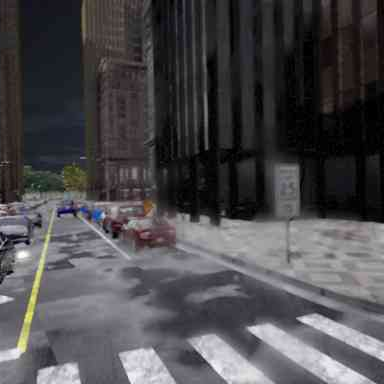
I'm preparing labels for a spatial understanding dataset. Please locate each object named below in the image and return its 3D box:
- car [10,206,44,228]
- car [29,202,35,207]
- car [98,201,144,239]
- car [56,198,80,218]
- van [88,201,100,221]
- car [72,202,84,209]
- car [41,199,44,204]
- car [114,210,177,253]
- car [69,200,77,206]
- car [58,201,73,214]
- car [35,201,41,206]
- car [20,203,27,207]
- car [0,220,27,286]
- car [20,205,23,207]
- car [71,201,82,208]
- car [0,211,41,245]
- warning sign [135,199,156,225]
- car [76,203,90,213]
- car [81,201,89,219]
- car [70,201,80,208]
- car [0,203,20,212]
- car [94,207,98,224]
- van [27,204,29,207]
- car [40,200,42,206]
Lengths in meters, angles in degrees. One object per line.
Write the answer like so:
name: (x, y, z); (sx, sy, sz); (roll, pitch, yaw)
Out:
car: (-13.251, 2.180, 27.132); (1.994, 1.385, 4.181); (-2, 0, -22)
car: (-26.529, 2.565, 52.836); (1.967, 1.590, 4.097); (-2, 0, -22)
car: (-3.994, 1.626, 19.803); (2.192, 1.841, 5.009); (-2, 0, -22)
car: (-15.107, 1.957, 40.216); (2.150, 2.045, 5.566); (-2, 0, -22)
van: (-7.792, 1.811, 29.241); (1.690, 1.788, 3.998); (-2, 0, -22)
car: (-22.978, 2.655, 66.813); (1.947, 1.339, 4.313); (-2, 0, -22)
car: (-38.607, 3.144, 82.752); (2.008, 1.369, 4.403); (-2, 0, -22)
car: (-2.085, 1.776, 15.084); (1.887, 1.381, 4.507); (-2, 0, -22)
car: (-30.836, 2.913, 86.266); (1.752, 1.417, 4.829); (-2, 0, -22)
car: (-19.092, 2.250, 50.105); (2.097, 1.767, 4.553); (-2, 0, -22)
car: (-32.567, 2.910, 67.795); (1.887, 1.381, 4.507); (-2, 0, -22)
car: (-20.974, 2.338, 39.079); (1.967, 1.590, 4.097); (-2, 0, -22)
car: (-5.876, 1.799, 8.750); (2.128, 1.511, 4.902); (-2, 0, -21)
car: (-19.140, 2.367, 34.550); (1.887, 1.381, 4.507); (-2, 0, -22)
car: (-24.926, 2.731, 71.638); (1.947, 1.339, 4.313); (-2, 0, -22)
car: (-9.531, 2.008, 17.898); (2.033, 1.411, 5.357); (-2, 0, -22)
warning sign: (-3.419, 1.435, 24.567); (1.300, 1.860, 1.060); (-1, 0, -22)
car: (-17.133, 2.435, 52.343); (1.802, 1.307, 4.206); (-2, 0, -22)
car: (-9.692, 1.863, 33.960); (2.192, 1.841, 5.009); (-2, 0, -22)
car: (-26.875, 2.791, 76.461); (2.008, 1.369, 4.403); (-2, 0, -22)
car: (-17.320, 2.062, 30.020); (2.192, 1.841, 5.009); (-2, 0, -22)
car: (-5.882, 1.972, 24.522); (1.802, 1.307, 4.206); (-2, 0, -22)
van: (-22.807, 2.314, 43.610); (1.690, 1.788, 3.998); (-2, 0, -22)
car: (-34.579, 3.025, 72.780); (1.802, 1.307, 4.206); (-2, 0, -22)
